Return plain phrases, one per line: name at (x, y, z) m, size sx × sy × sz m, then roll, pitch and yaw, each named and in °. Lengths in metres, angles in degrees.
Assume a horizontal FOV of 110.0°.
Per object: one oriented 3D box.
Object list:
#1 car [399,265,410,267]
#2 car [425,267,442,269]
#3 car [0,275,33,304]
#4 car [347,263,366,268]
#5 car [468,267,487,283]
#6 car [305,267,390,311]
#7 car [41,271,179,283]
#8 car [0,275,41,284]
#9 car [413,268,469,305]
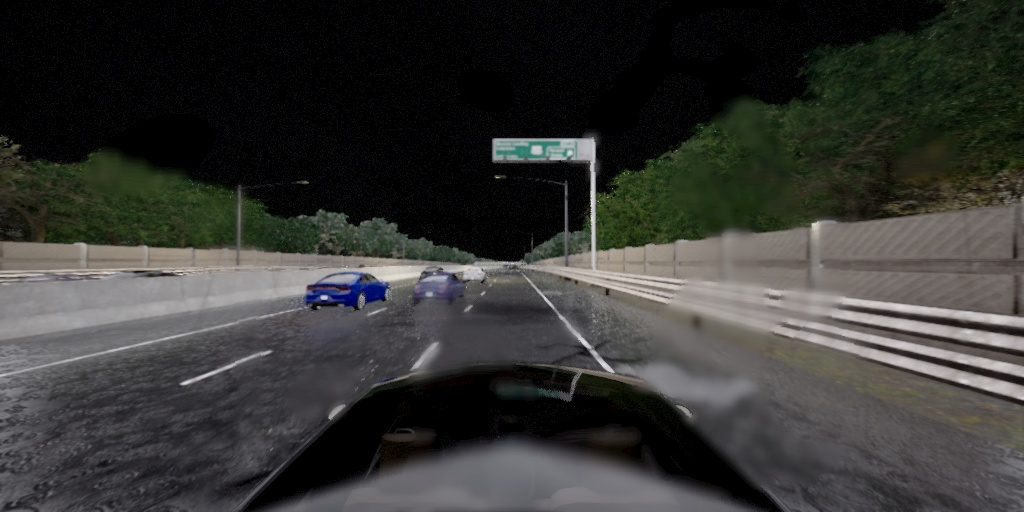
car at (-17.547, 2.206, 58.732) m, size 1.882 × 1.535 × 5.008 m, roll 0°, pitch -1°, yaw 1°
car at (-6.906, 1.700, 32.097) m, size 1.837 × 1.490 × 4.892 m, roll 0°, pitch -1°, yaw 0°
car at (-24.604, 1.537, 15.350) m, size 1.895 × 1.301 × 4.718 m, roll 0°, pitch -1°, yaw 0°
car at (-24.544, 2.028, 56.605) m, size 2.097 × 1.767 × 4.553 m, roll 0°, pitch -1°, yaw 1°
car at (-3.405, 1.737, 33.157) m, size 1.812 × 1.442 × 4.674 m, roll 0°, pitch -1°, yaw 0°
car at (-6.904, 1.420, 15.655) m, size 1.882 × 1.535 × 5.008 m, roll 0°, pitch -1°, yaw 0°
car at (-17.604, 1.462, 16.632) m, size 1.837 × 1.490 × 4.892 m, roll 0°, pitch -1°, yaw 0°
car at (-21.102, 1.517, 16.419) m, size 1.994 × 1.385 × 4.181 m, roll 0°, pitch -1°, yaw 0°
car at (-3.403, 1.493, 17.253) m, size 1.812 × 1.442 × 4.674 m, roll 0°, pitch -1°, yaw 0°
